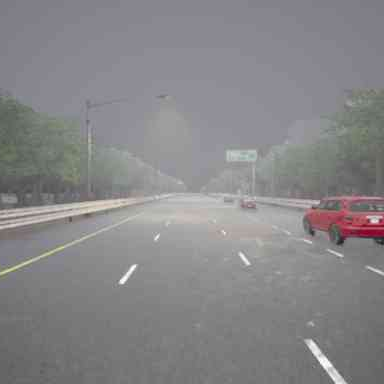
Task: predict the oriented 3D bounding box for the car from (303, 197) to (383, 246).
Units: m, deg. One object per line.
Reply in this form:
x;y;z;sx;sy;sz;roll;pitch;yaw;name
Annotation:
7.019;1.224;15.449;2.150;2.045;5.566;0;0;0;car

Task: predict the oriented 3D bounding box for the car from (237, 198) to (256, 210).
7.115;1.533;43.176;1.812;1.442;4.674;0;0;0;car

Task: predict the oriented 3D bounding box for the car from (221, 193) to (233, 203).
7.268;1.471;67.572;2.128;1.511;4.902;0;0;0;car
